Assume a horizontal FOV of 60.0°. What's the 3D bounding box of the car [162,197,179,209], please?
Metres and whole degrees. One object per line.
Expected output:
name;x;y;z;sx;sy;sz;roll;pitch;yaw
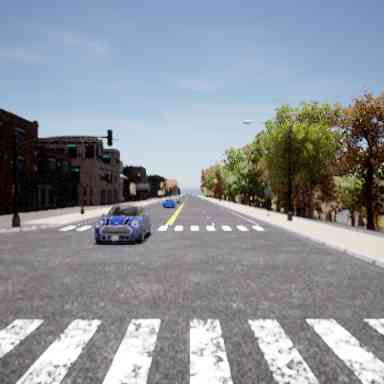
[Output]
car;-3.439;1.791;50.368;1.882;1.535;5.008;0;1;0

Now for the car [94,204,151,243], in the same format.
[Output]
car;-3.280;1.403;16.477;2.097;1.767;4.553;0;0;0
